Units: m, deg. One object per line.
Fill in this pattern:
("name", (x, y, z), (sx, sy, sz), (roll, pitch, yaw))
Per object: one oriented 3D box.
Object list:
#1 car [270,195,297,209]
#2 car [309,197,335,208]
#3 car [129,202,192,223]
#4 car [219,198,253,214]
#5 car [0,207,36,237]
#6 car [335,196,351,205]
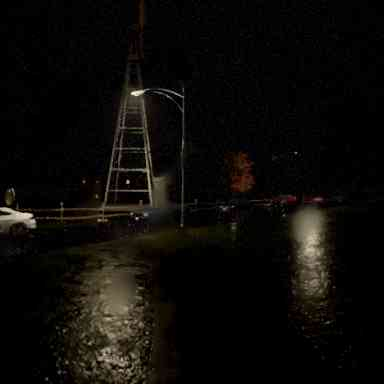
("car", (11.801, 1.165, 42.958), (2.097, 1.767, 4.553), (1, 1, 39))
("car", (17.693, 1.403, 45.729), (1.994, 1.385, 4.181), (1, 1, 39))
("car", (-2.169, 1.439, 24.994), (2.033, 1.411, 5.357), (1, 1, 37))
("car", (4.561, 1.380, 33.743), (1.812, 1.442, 4.674), (1, 1, 38))
("car", (-9.935, 1.449, 15.759), (4.674, 1.442, 1.812), (0, 1, -45))
("car", (23.978, 1.356, 53.619), (2.033, 1.411, 5.357), (1, 1, 40))
